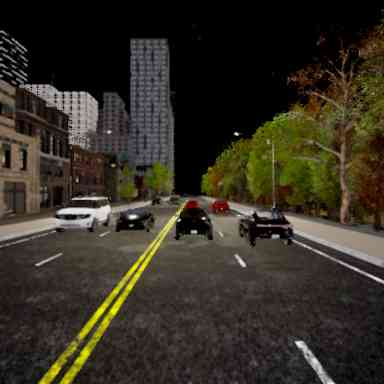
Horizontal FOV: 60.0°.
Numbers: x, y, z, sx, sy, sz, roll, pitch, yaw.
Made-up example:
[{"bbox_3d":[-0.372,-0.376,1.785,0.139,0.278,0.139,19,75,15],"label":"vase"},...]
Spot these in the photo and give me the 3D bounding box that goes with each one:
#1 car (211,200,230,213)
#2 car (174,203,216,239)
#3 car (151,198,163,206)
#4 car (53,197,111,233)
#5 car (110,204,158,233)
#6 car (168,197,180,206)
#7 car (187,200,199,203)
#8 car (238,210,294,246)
[{"bbox_3d":[3.340,1.689,39.573,1.882,1.535,5.008,0,0,0],"label":"car"},{"bbox_3d":[0.097,1.603,17.852,1.837,1.490,4.892,0,0,0],"label":"car"},{"bbox_3d":[-6.531,1.832,62.679,1.837,1.490,4.892,0,0,0],"label":"car"},{"bbox_3d":[-6.600,1.332,20.752,2.150,2.045,5.566,0,0,0],"label":"car"},{"bbox_3d":[-3.349,1.672,20.293,1.994,1.385,4.181,0,0,0],"label":"car"},{"bbox_3d":[-3.283,1.682,62.433,2.097,1.767,4.553,0,0,0],"label":"car"},{"bbox_3d":[0.090,1.739,40.065,1.812,1.442,4.674,0,0,0],"label":"car"},{"bbox_3d":[3.347,1.578,15.747,2.128,1.511,4.902,0,0,0],"label":"car"}]
